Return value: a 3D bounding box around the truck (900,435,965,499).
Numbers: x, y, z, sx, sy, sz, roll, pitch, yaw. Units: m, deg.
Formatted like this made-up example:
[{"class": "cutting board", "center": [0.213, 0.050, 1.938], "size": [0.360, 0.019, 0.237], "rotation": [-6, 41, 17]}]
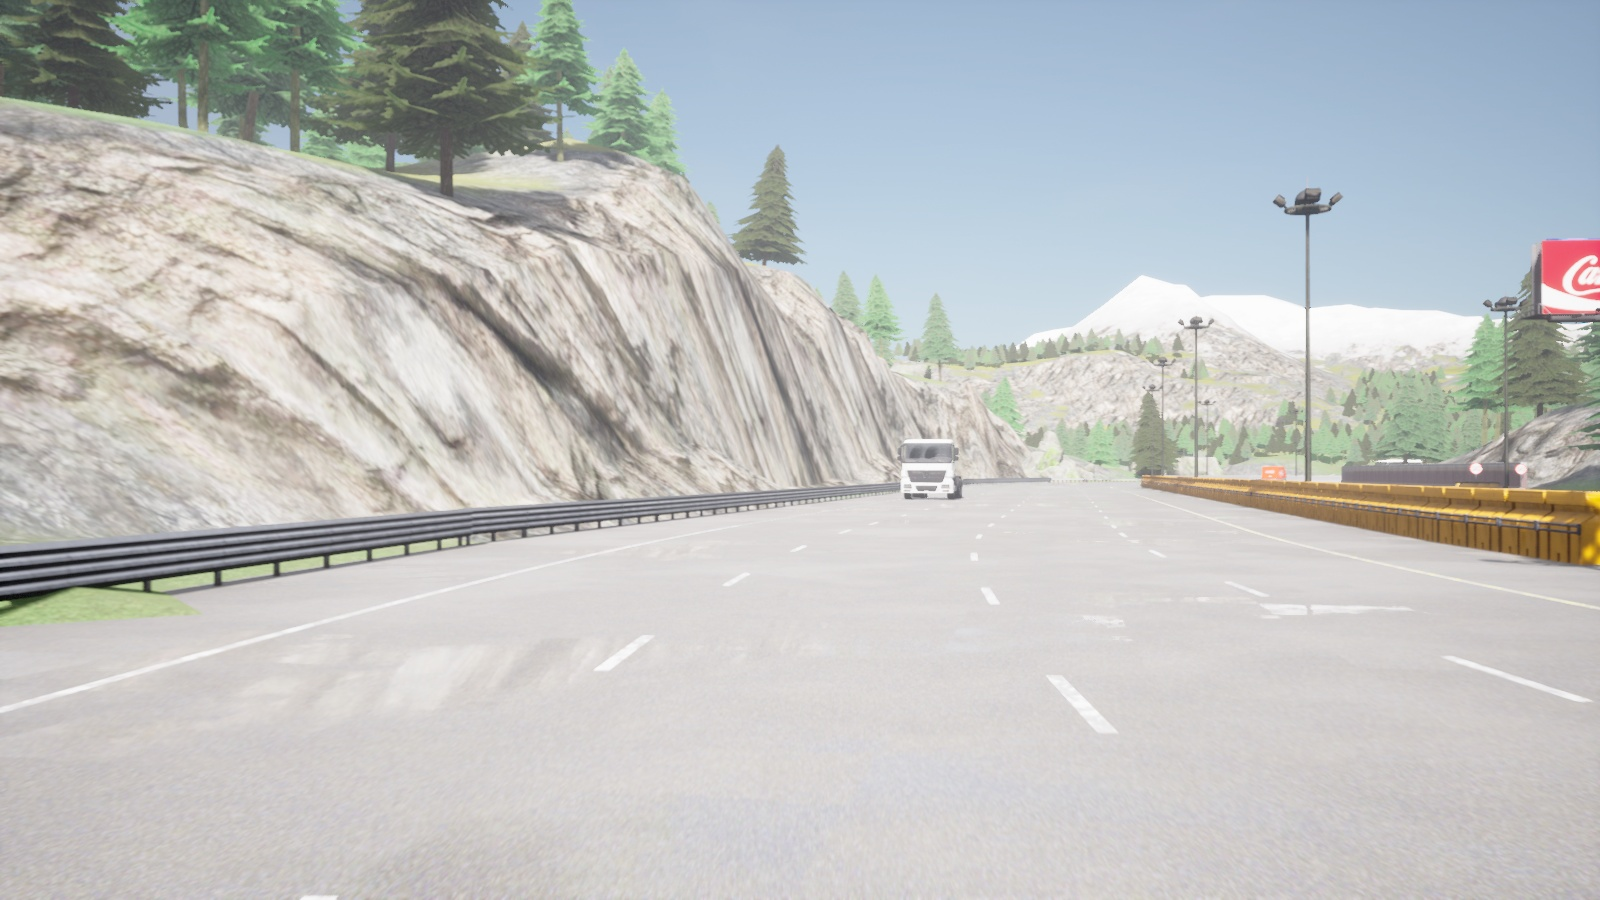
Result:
[{"class": "truck", "center": [7.698, 1.009, 71.996], "size": [2.891, 3.462, 7.936], "rotation": [0, -1, 12]}]
